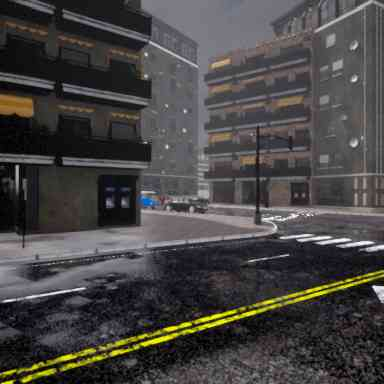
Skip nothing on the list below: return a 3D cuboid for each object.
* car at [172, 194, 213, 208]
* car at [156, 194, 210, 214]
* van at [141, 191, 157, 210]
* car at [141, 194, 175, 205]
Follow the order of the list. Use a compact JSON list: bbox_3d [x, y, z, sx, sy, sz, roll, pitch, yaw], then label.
[{"bbox_3d":[0.013,1.041,39.301,4.403,1.369,2.008,1,0,37],"label":"car"},{"bbox_3d":[-0.604,1.137,29.301,4.403,1.369,2.008,1,0,37],"label":"car"},{"bbox_3d":[-5.024,0.817,32.609,3.998,1.788,1.690,1,0,37],"label":"van"},{"bbox_3d":[-4.414,0.961,42.608,4.206,1.307,1.802,1,0,37],"label":"car"}]
